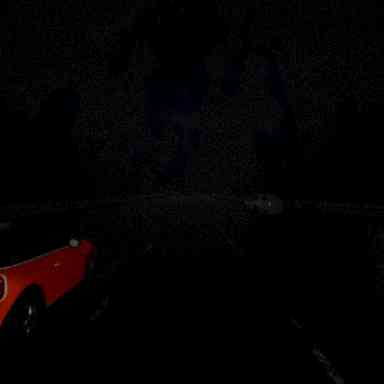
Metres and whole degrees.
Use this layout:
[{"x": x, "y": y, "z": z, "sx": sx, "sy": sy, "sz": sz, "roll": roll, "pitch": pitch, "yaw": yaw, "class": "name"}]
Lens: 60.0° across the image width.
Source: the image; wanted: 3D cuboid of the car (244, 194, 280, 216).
[{"x": 6.984, "y": 1.262, "z": 33.808, "sx": 2.150, "sy": 2.045, "sz": 5.566, "roll": 0, "pitch": 0, "yaw": -9, "class": "car"}]

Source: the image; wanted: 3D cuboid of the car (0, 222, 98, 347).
[{"x": -3.401, "y": 1.356, "z": 6.489, "sx": 2.097, "sy": 1.767, "sz": 4.553, "roll": 0, "pitch": 0, "yaw": 0, "class": "car"}]
